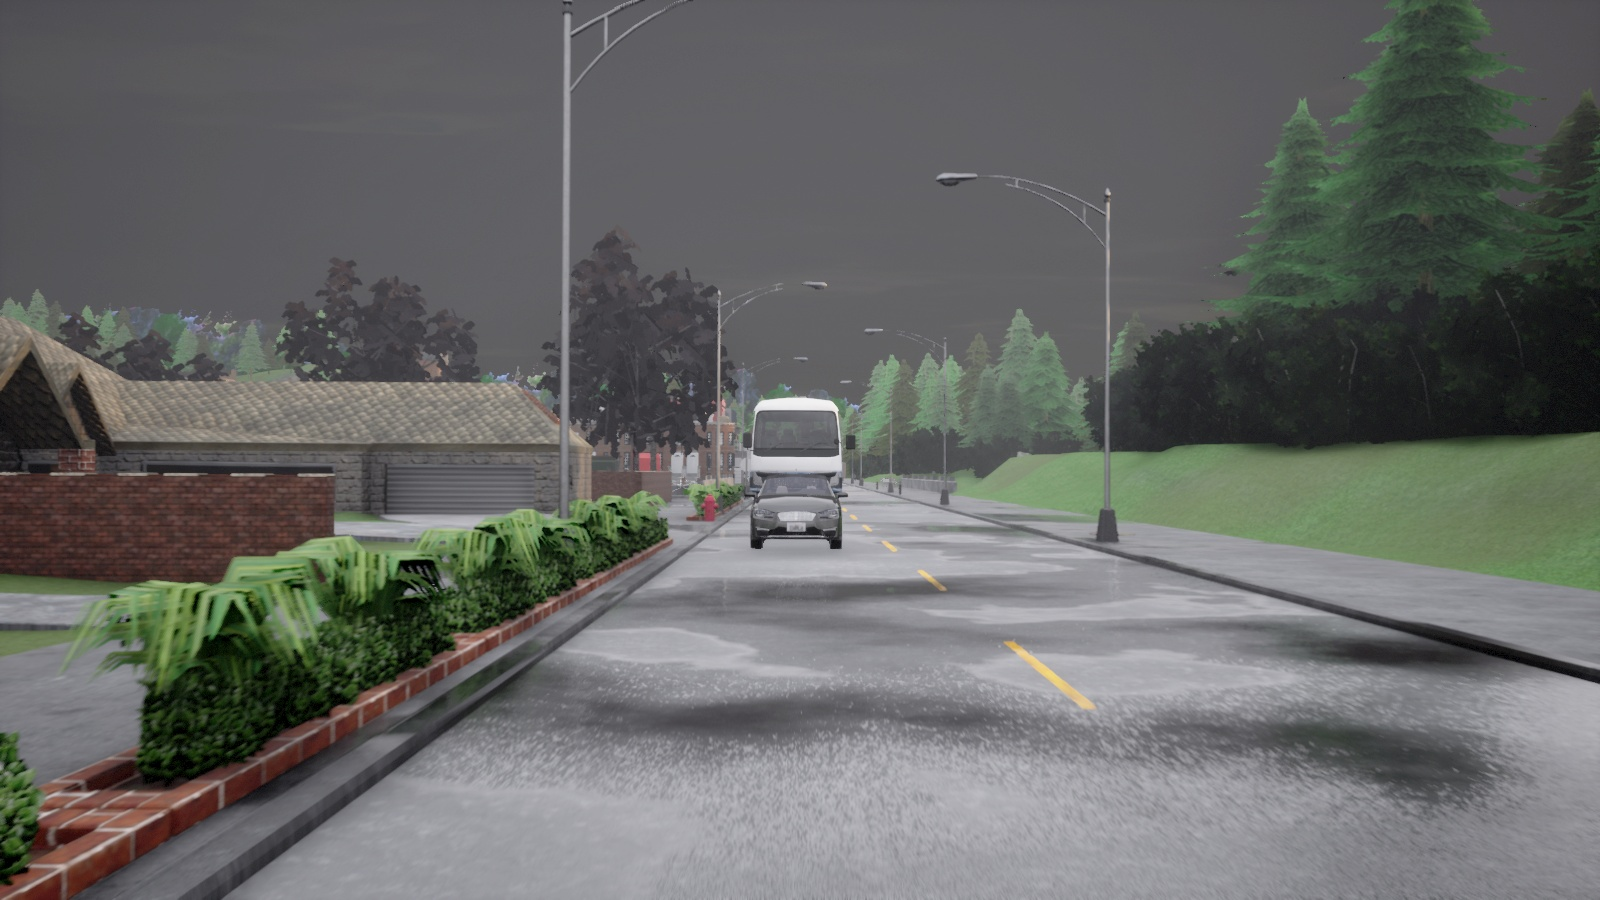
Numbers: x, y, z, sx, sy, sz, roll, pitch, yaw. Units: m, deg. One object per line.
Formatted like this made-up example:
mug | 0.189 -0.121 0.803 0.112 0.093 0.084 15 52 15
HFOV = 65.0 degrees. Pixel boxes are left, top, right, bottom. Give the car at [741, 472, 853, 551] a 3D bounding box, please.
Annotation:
car | -0.067 1.214 26.443 2.128 1.511 4.902 0 -1 0

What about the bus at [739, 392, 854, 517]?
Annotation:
bus | -0.144 0.245 48.159 3.944 4.253 10.273 0 -1 0
